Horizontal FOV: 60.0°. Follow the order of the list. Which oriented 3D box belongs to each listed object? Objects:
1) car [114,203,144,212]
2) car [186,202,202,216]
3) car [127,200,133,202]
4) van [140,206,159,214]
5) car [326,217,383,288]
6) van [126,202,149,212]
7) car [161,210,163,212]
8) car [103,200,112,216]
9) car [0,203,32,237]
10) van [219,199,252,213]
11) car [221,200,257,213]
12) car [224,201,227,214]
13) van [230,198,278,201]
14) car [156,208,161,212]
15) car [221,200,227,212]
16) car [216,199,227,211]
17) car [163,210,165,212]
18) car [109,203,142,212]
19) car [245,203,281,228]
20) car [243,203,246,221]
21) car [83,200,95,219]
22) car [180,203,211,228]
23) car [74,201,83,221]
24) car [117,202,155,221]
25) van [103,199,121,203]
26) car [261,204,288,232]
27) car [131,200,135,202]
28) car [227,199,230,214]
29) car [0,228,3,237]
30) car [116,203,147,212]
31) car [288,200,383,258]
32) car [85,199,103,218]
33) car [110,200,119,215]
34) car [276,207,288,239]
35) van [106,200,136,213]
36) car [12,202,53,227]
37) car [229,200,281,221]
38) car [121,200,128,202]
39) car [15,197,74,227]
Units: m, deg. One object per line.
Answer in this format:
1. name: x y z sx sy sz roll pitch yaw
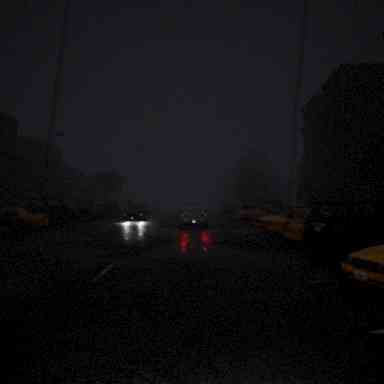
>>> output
1. car: -11.057 2.733 58.419 4.892 1.521 2.231 0 -3 -19
2. car: 0.268 2.059 41.425 1.882 1.535 5.008 0 -2 1
3. car: -11.204 2.266 46.718 4.674 1.452 2.002 0 -2 -19
4. van: -10.529 4.451 81.831 4.442 1.987 1.878 1 -6 -19
5. car: 6.217 1.519 8.173 5.366 1.575 1.946 1 0 -20
6. van: -11.026 3.094 67.149 4.442 1.987 1.878 1 -4 -19
7. car: -10.599 4.994 84.671 4.792 1.488 2.163 1 -6 -19
8. car: -11.283 1.927 34.997 4.792 1.488 2.163 0 -2 -20
9. car: -11.411 1.583 17.381 5.008 1.535 2.097 -1 -1 -20
10. van: 6.544 2.119 50.092 4.442 1.987 1.878 1 -3 -19
11. car: 6.652 2.119 47.146 4.553 1.767 2.185 1 -2 -19
12. car: 6.526 2.024 38.157 4.674 1.452 2.002 1 -2 -19
13. van: 6.377 1.613 32.134 4.442 1.987 1.878 1 -1 -19
14. car: -10.732 3.841 75.959 5.566 2.045 2.435 1 -6 -19
15. car: 6.586 2.095 41.161 4.792 1.488 2.163 1 -2 -19
16. car: 6.569 1.900 44.131 5.566 2.045 2.435 1 -2 -19
17. car: -10.683 5.251 87.545 5.366 1.575 1.946 1 -6 -19
18. car: -11.100 2.577 55.496 5.008 1.535 2.097 0 -3 -19
19. car: 6.245 1.626 20.142 5.366 1.575 1.946 1 -1 -20
20. car: 6.403 1.706 23.183 4.792 1.488 2.163 1 -1 -20
21. car: -11.345 1.770 29.117 4.892 1.521 2.231 0 -1 -20
22. car: 0.126 1.716 23.681 1.812 1.442 4.674 0 -1 0
23. car: -11.363 1.712 26.179 4.892 1.521 2.231 -1 -1 -20
24. car: -5.019 1.868 30.590 2.033 1.411 5.357 0 -1 0
25. van: -11.371 1.825 40.814 4.442 1.987 1.878 0 -1 -19
26. car: 6.582 1.597 17.276 5.366 1.575 1.946 1 -1 -20
27. car: -11.139 2.354 49.650 4.792 1.488 2.163 0 -2 -19
28. car: 6.476 1.784 35.162 4.553 1.767 2.185 1 -2 -19
29. car: -11.406 1.549 14.449 5.008 1.535 2.097 -1 0 -20
30. car: -11.181 2.904 61.271 5.366 1.575 1.946 0 -4 -19
31. car: 6.422 1.292 11.243 5.566 2.045 2.435 1 -1 -20
32. car: -11.302 1.703 32.058 4.553 1.767 2.185 0 -1 -20
33. car: -11.292 1.970 37.914 5.008 1.535 2.097 0 -2 -20
34. car: 6.576 1.566 14.285 5.366 1.575 1.946 1 -1 -20
35. van: -11.244 2.216 52.539 4.442 1.987 1.878 0 -2 -19
36. car: -11.569 1.617 20.254 5.366 1.575 1.946 -1 0 -20
37. car: 6.290 1.775 29.114 5.366 1.575 1.946 1 -1 -20
38. car: -11.234 2.175 43.781 4.674 1.452 2.002 0 -2 -19
39. car: -11.413 1.413 23.238 5.566 2.045 2.435 -1 -1 -20
